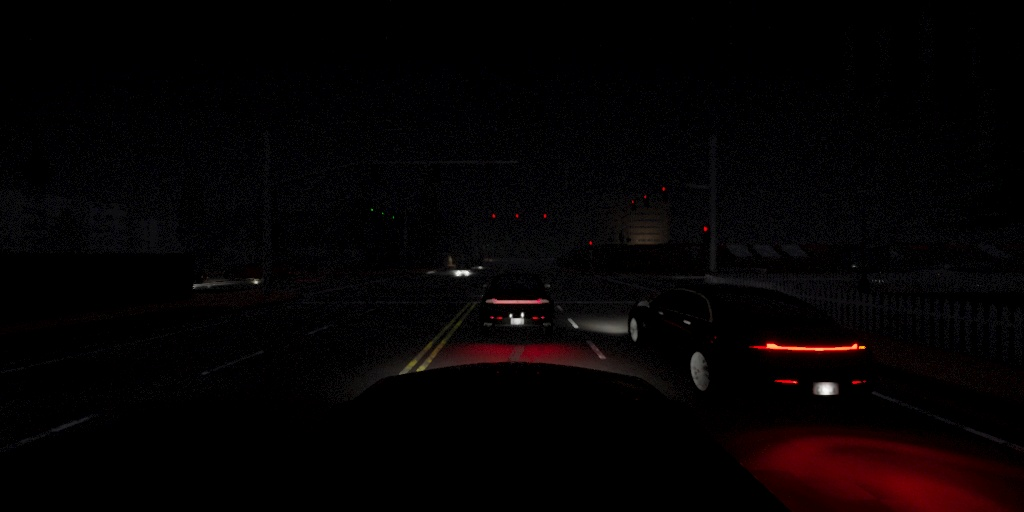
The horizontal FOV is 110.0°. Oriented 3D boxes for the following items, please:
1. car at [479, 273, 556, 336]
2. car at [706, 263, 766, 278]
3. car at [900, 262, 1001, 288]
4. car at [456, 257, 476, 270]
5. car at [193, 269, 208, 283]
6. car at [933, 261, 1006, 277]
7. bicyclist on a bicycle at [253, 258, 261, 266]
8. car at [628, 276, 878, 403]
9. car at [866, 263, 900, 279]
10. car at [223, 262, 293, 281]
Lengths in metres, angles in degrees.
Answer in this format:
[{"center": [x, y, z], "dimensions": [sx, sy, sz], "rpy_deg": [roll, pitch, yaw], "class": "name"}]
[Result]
[{"center": [0.138, 1.237, 10.391], "dimensions": [2.128, 1.511, 4.902], "rpy_deg": [0, 0, 0], "class": "car"}, {"center": [20.920, 1.332, 33.601], "dimensions": [4.718, 1.301, 1.895], "rpy_deg": [0, 0, -1], "class": "car"}, {"center": [28.395, 1.263, 23.048], "dimensions": [4.674, 1.442, 1.812], "rpy_deg": [0, 0, -1], "class": "car"}, {"center": [-6.752, 1.214, 50.731], "dimensions": [2.128, 1.511, 4.902], "rpy_deg": [0, 0, 1], "class": "car"}, {"center": [-24.652, 1.241, 25.683], "dimensions": [4.892, 1.490, 1.837], "rpy_deg": [0, 0, 0], "class": "car"}, {"center": [43.268, 1.256, 33.974], "dimensions": [4.674, 1.442, 1.812], "rpy_deg": [0, 0, -1], "class": "car"}, {"center": [-26.143, 1.031, 36.924], "dimensions": [0.582, 1.620, 1.656], "rpy_deg": [0, 0, -3], "class": "bicyclist on a bicycle"}, {"center": [3.591, 1.252, 6.484], "dimensions": [1.837, 1.490, 4.892], "rpy_deg": [0, 0, 1], "class": "car"}, {"center": [32.975, 1.280, 30.317], "dimensions": [5.357, 1.411, 2.033], "rpy_deg": [0, 0, -1], "class": "car"}, {"center": [-20.776, 1.212, 29.403], "dimensions": [5.008, 1.535, 1.882], "rpy_deg": [0, 0, -2], "class": "car"}]
